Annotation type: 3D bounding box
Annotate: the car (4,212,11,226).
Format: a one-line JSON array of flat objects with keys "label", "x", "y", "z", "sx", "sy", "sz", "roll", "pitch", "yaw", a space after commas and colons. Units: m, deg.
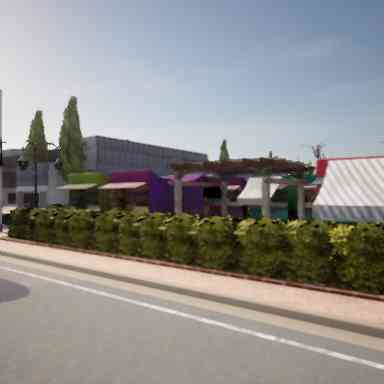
[{"label": "car", "x": -13.787, "y": 1.660, "z": 21.596, "sx": 2.033, "sy": 1.411, "sz": 5.357, "roll": -1, "pitch": 0, "yaw": 22}]
